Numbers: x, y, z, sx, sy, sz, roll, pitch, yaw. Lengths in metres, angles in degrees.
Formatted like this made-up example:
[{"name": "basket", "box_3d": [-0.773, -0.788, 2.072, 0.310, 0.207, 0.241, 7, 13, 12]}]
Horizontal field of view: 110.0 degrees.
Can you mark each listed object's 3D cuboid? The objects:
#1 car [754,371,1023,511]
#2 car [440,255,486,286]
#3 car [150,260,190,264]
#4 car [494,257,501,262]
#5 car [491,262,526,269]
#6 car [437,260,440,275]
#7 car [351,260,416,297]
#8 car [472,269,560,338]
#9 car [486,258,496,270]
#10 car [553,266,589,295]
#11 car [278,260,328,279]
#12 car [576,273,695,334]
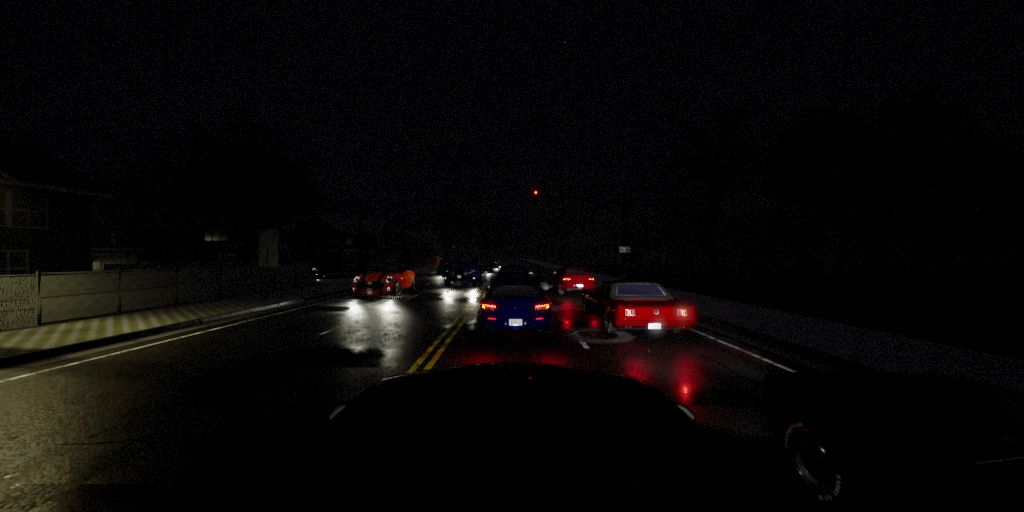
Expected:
[{"name": "car", "box_3d": [3.348, 1.351, 1.414, 1.895, 1.301, 4.718, 0, 0, 0]}, {"name": "car", "box_3d": [-3.330, 0.972, 25.432, 2.150, 2.045, 5.566, 0, 0, 0]}, {"name": "car", "box_3d": [-28.436, 1.148, 30.444, 4.553, 1.767, 2.097, 0, 0, 0]}, {"name": "car", "box_3d": [-3.291, 1.082, 57.956, 2.097, 1.767, 4.553, 0, 0, 0]}, {"name": "car", "box_3d": [0.071, 1.255, 19.364, 1.837, 1.490, 4.892, 0, 0, 0]}, {"name": "car", "box_3d": [-6.574, 0.967, 38.881, 2.150, 2.045, 5.566, 0, 0, 0]}, {"name": "car", "box_3d": [-6.590, 1.102, 18.849, 2.097, 1.767, 4.553, 0, 0, 0]}, {"name": "car", "box_3d": [0.089, 1.276, 10.102, 1.812, 1.442, 4.674, 0, 0, 0]}, {"name": "car", "box_3d": [-3.314, 1.290, 42.882, 2.033, 1.411, 5.357, 0, 0, 0]}, {"name": "car", "box_3d": [3.323, 1.276, 19.690, 1.812, 1.442, 4.674, 0, 0, 0]}, {"name": "car", "box_3d": [-18.192, 1.130, 30.416, 4.553, 1.767, 2.097, 0, 0, 0]}, {"name": "car", "box_3d": [3.342, 1.351, 10.582, 1.895, 1.301, 4.718, 0, 0, 0]}]
